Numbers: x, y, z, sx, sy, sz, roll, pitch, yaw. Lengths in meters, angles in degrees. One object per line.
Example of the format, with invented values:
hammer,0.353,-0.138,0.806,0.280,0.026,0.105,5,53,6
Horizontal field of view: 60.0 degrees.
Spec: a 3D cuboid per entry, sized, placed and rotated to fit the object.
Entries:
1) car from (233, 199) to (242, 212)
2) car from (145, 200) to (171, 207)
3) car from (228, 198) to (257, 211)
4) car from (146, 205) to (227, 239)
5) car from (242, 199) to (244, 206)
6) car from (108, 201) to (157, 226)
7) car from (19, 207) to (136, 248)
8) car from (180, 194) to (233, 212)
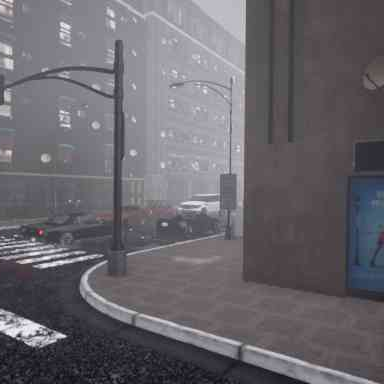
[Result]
car,3.041,1.223,35.996,2.192,1.841,5.009,1,1,35
car,-3.368,1.362,26.841,1.967,1.590,4.097,1,1,35
car,6.242,1.483,40.576,1.802,1.307,4.206,1,1,35
car,-0.117,1.599,17.746,1.947,1.339,4.313,1,1,35
car,6.960,1.289,37.281,2.097,1.767,4.553,1,1,35
car,-4.570,1.487,20.829,1.812,1.442,4.674,1,1,35
car,-5.021,1.605,15.055,1.895,1.301,4.718,1,1,35
car,1.096,1.171,28.919,2.150,2.045,5.566,1,1,35
